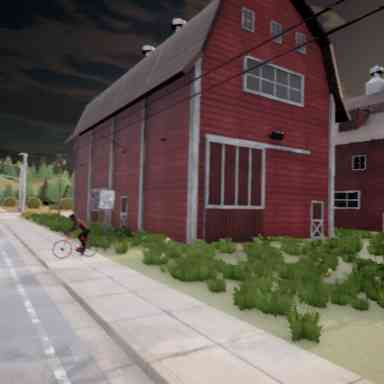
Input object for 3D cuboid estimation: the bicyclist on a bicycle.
[{"bbox_3d":[-4.278,1.634,12.331,1.656,1.620,0.582,3,-2,-33],"label":"bicyclist on a bicycle"}]
